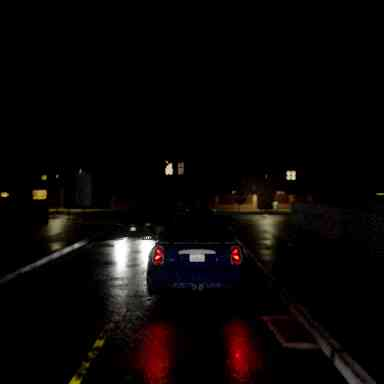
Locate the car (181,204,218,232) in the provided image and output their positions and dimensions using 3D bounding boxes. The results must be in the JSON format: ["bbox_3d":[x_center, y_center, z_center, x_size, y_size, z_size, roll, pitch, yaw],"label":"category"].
[{"bbox_3d":[0.553,1.530,20.628,1.994,1.385,4.181,0,0,5],"label":"car"}]

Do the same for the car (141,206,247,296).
[{"bbox_3d":[0.103,1.335,8.769,2.097,1.767,4.553,0,0,0],"label":"car"}]

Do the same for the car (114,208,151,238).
[{"bbox_3d":[-2.738,1.534,17.432,1.994,1.385,4.181,0,0,0],"label":"car"}]
